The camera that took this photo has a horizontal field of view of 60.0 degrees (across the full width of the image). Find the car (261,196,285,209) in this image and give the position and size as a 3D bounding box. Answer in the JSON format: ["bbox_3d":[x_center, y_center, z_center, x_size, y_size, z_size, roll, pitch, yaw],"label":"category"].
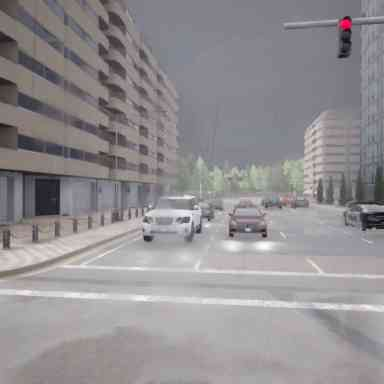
[{"bbox_3d":[10.903,1.322,44.969,2.097,1.767,4.553,0,0,9],"label":"car"}]

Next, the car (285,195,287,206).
[{"bbox_3d":[15.840,1.323,54.131,2.097,1.767,4.553,0,0,9],"label":"car"}]

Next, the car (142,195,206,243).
[{"bbox_3d":[-0.786,1.191,16.461,2.150,2.045,5.566,0,0,8],"label":"car"}]

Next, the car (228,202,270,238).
[{"bbox_3d":[2.957,1.497,17.851,1.812,1.442,4.674,0,0,8],"label":"car"}]

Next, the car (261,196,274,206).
[{"bbox_3d":[12.387,1.474,54.707,1.837,1.490,4.892,0,0,9],"label":"car"}]

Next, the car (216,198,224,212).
[{"bbox_3d":[2.694,1.471,38.787,1.837,1.490,4.892,0,0,9],"label":"car"}]

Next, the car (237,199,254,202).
[{"bbox_3d":[4.469,1.534,27.694,1.994,1.385,4.181,0,0,9],"label":"car"}]

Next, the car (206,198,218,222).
[{"bbox_3d":[0.740,1.494,26.528,1.812,1.442,4.674,0,0,9],"label":"car"}]

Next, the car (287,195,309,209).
[{"bbox_3d":[14.311,1.463,44.141,2.128,1.511,4.902,0,0,10],"label":"car"}]

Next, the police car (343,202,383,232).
[{"bbox_3d":[10.460,1.400,19.736,1.930,1.638,5.238,0,0,9],"label":"police car"}]
